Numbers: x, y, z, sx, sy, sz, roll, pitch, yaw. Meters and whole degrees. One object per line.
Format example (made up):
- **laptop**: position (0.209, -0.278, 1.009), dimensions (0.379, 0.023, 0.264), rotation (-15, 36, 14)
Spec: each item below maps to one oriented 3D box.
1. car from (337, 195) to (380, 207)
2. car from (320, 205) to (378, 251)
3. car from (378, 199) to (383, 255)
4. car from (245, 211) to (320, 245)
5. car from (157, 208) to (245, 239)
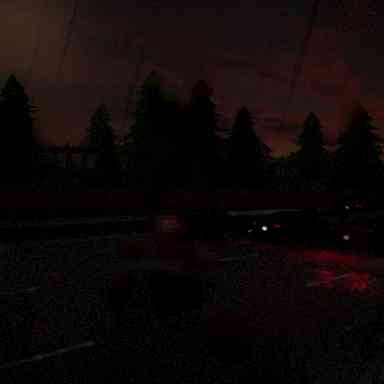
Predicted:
- **car**: position (13.928, 1.268, 26.676), dimensions (5.566, 2.045, 2.150), rotation (0, 0, -35)
- **car**: position (7.661, 1.501, 13.578), dimensions (5.008, 1.535, 1.882), rotation (0, 0, -35)
- **car**: position (7.844, 1.243, 9.428), dimensions (5.566, 2.045, 2.150), rotation (0, 0, -35)
- **car**: position (4.859, 1.587, 15.884), dimensions (4.181, 1.385, 1.994), rotation (0, 0, -35)
- **car**: position (0.866, 1.566, 17.362), dimensions (5.357, 1.411, 2.033), rotation (0, 0, -35)
